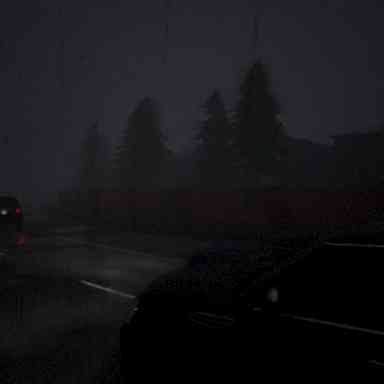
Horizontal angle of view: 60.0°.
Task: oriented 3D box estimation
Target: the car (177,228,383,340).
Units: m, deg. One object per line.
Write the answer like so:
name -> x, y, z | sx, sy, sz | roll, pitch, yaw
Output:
car -> 2.096, 1.625, 6.954 | 4.718, 1.301, 1.895 | 0, 0, 37

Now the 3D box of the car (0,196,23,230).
car -> -12.415, 1.284, 21.104 | 2.150, 2.045, 5.566 | 0, 0, -39

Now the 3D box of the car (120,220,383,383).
car -> 1.882, 1.230, 2.726 | 5.566, 2.045, 2.150 | 0, 0, 36
